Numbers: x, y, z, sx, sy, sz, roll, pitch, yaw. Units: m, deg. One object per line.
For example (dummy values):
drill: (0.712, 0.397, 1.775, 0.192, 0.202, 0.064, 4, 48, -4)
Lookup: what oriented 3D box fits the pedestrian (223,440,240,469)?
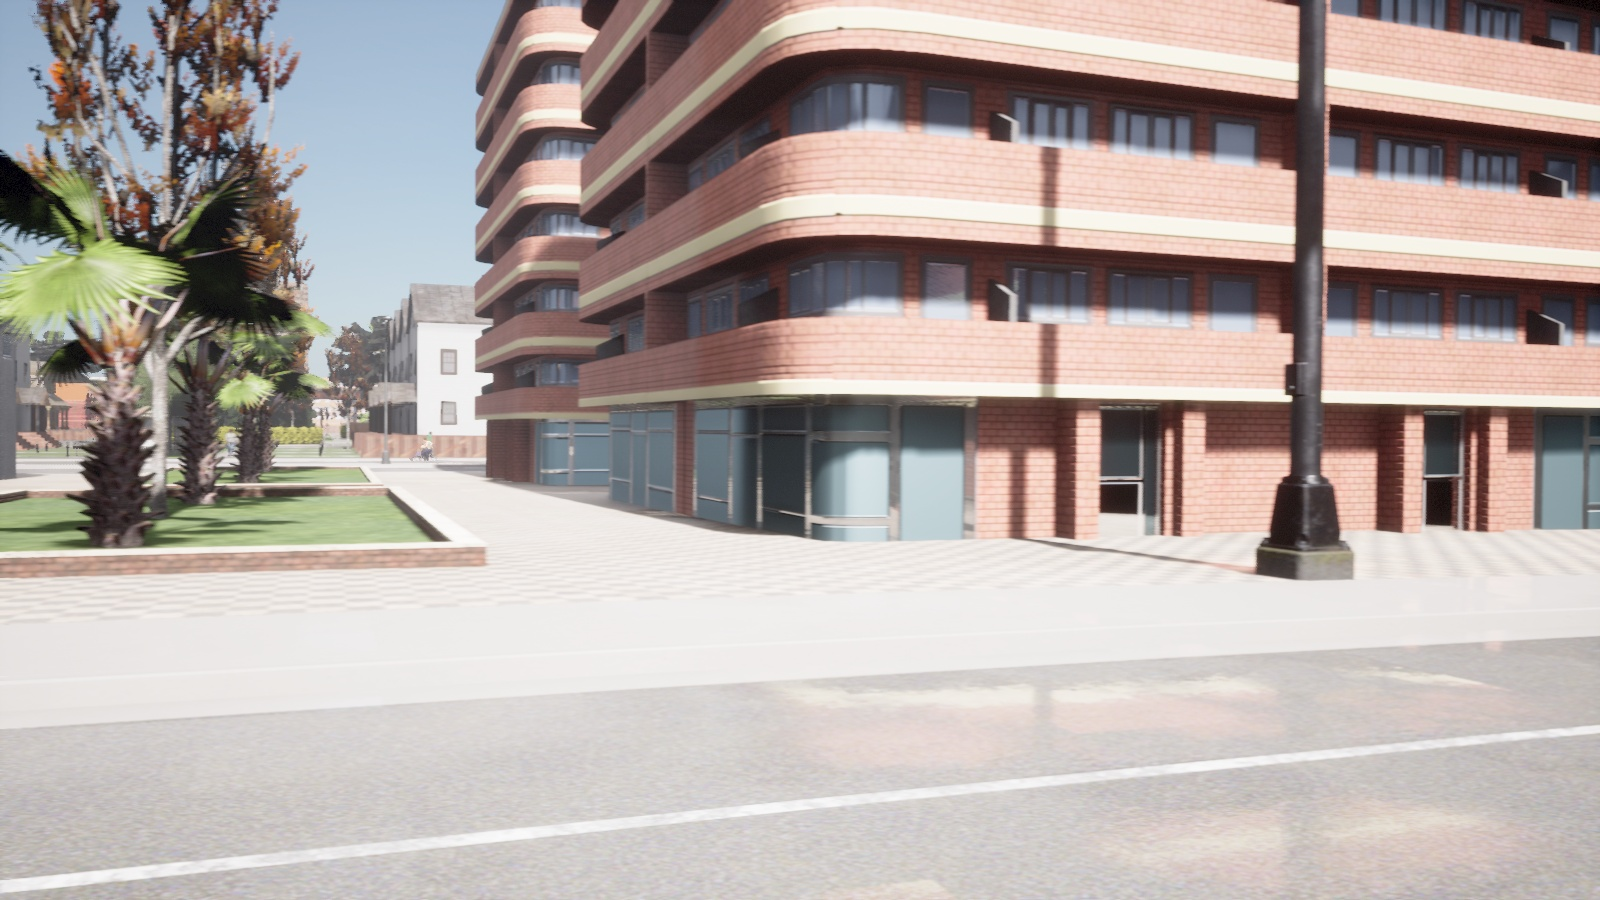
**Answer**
pedestrian: (-37.400, 0.308, 82.632, 0.874, 1.855, 0.900, -1, 1, -33)
